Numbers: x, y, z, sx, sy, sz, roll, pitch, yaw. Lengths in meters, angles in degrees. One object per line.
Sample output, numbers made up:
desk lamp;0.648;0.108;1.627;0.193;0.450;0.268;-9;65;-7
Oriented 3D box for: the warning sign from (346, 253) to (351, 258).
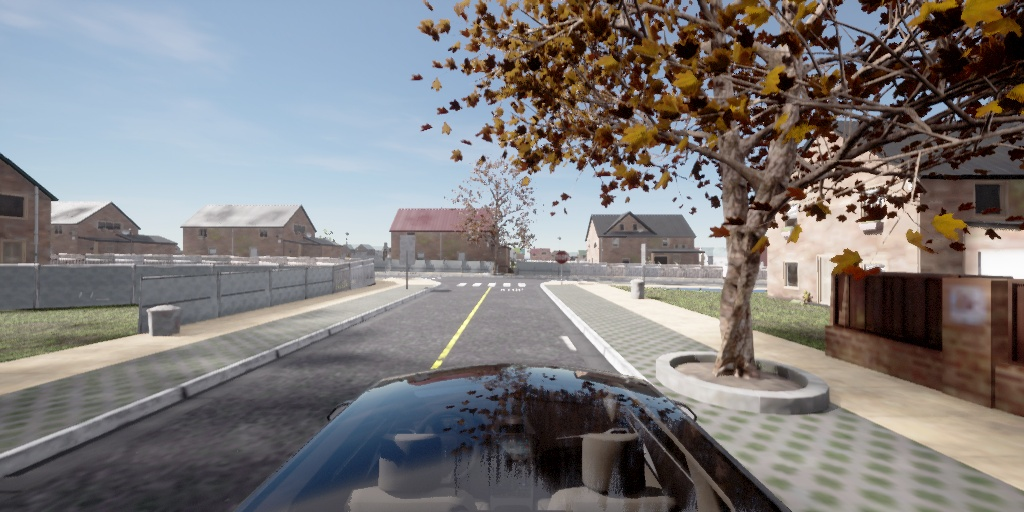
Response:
warning sign;-15.844;0.627;34.644;1.060;1.860;1.300;0;0;0
